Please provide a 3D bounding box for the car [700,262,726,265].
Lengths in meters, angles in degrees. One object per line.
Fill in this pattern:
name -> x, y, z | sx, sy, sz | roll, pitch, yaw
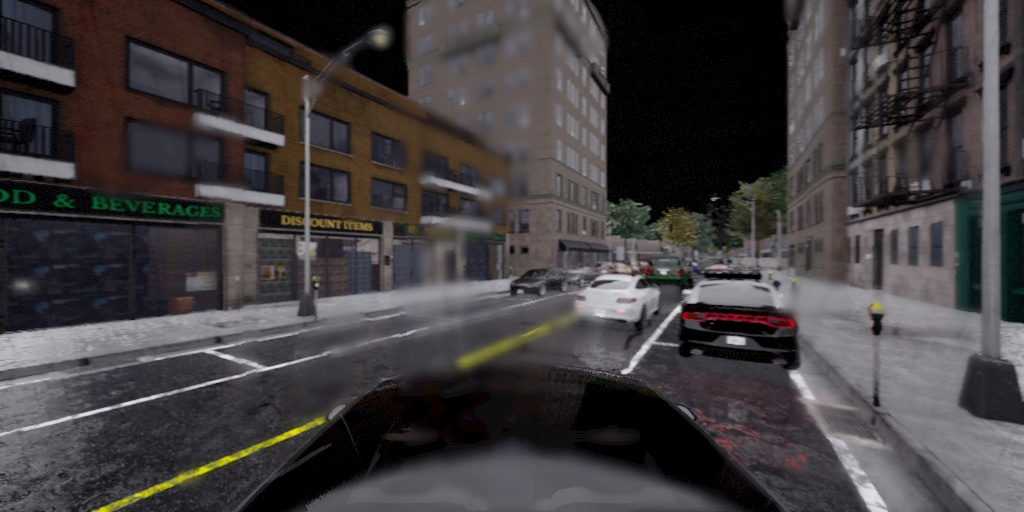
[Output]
car -> 14.100, 1.286, 24.521 | 1.751, 1.417, 4.829 | 0, 0, 30

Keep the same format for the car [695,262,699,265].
car -> 19.543, 1.301, 39.116 | 1.812, 1.442, 4.674 | 0, 0, 30

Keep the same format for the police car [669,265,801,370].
police car -> 4.957, 1.176, 8.089 | 1.930, 1.638, 5.238 | 0, 0, 30

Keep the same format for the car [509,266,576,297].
car -> 1.523, 1.319, 18.874 | 1.948, 1.339, 4.313 | 0, 0, 30

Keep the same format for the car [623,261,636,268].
car -> 9.770, 1.290, 33.032 | 1.751, 1.417, 4.829 | 0, 0, 30

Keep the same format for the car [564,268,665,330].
car -> 3.449, 1.277, 11.281 | 1.812, 1.442, 4.674 | 0, 0, 30

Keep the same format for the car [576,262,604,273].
car -> 4.300, 1.306, 23.642 | 2.007, 1.370, 4.403 | 0, 0, 30

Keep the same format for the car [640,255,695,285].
car -> 9.552, 0.980, 21.754 | 2.150, 2.045, 5.566 | 0, 0, 30

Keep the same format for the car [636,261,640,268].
car -> 12.634, 1.210, 37.948 | 1.967, 1.591, 4.097 | 0, 0, 30

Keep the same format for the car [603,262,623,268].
car -> 7.078, 1.199, 28.411 | 1.967, 1.591, 4.097 | 0, 0, 30
